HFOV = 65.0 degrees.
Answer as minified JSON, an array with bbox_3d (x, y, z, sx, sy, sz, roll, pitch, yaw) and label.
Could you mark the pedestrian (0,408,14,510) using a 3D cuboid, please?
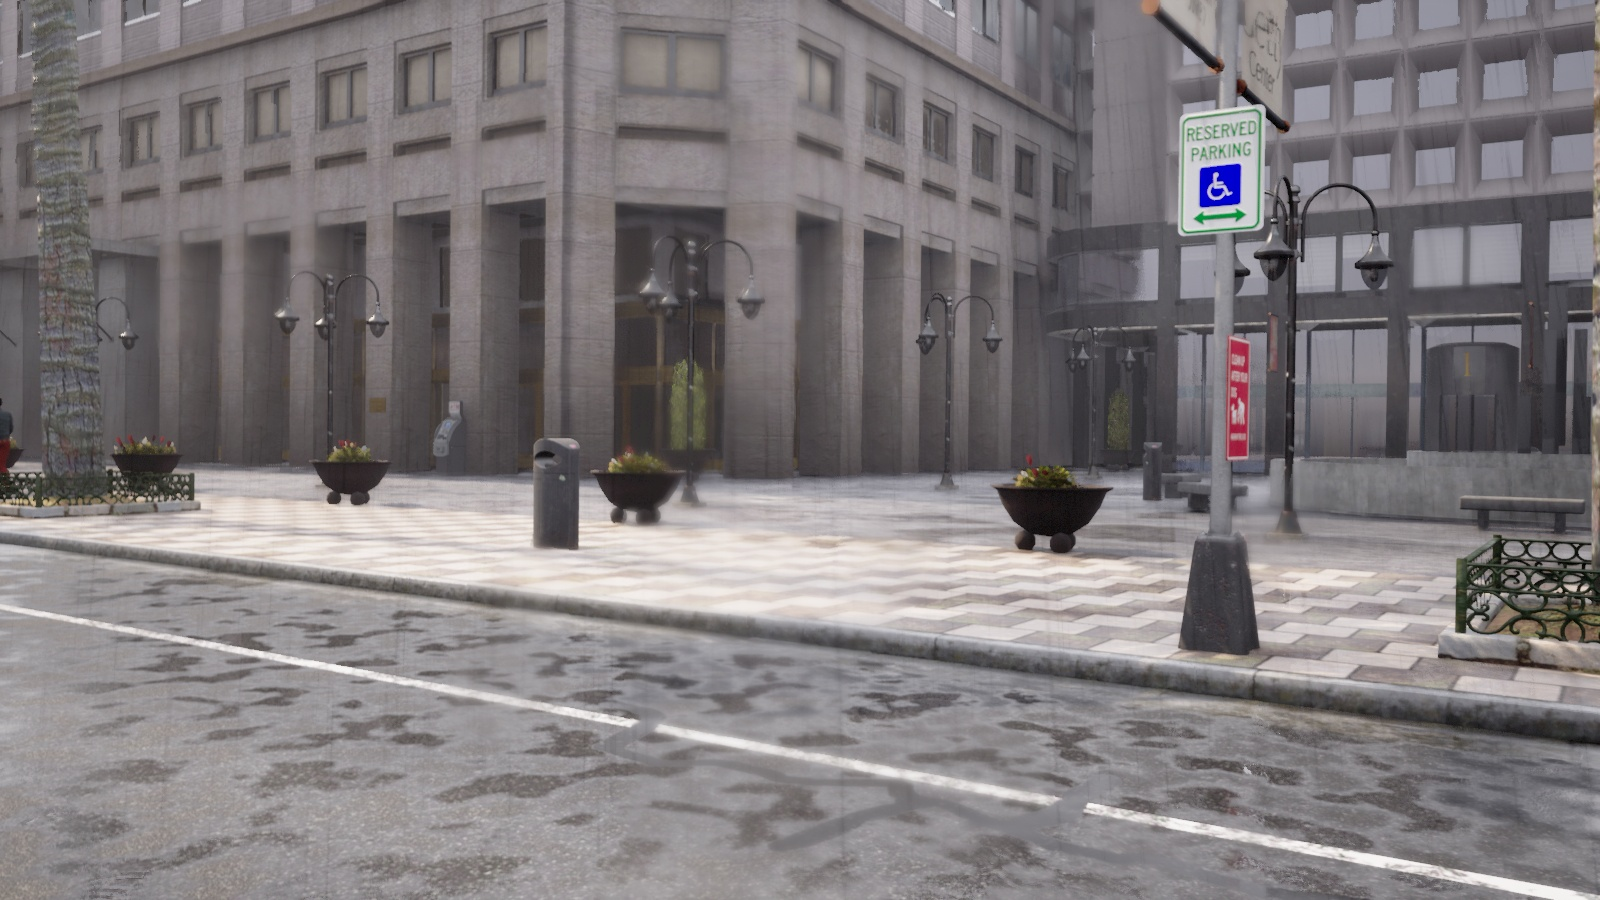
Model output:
[{"bbox_3d":[-14.756,0.158,22.978,0.614,1.847,0.353,0,1,30],"label":"pedestrian"}]
